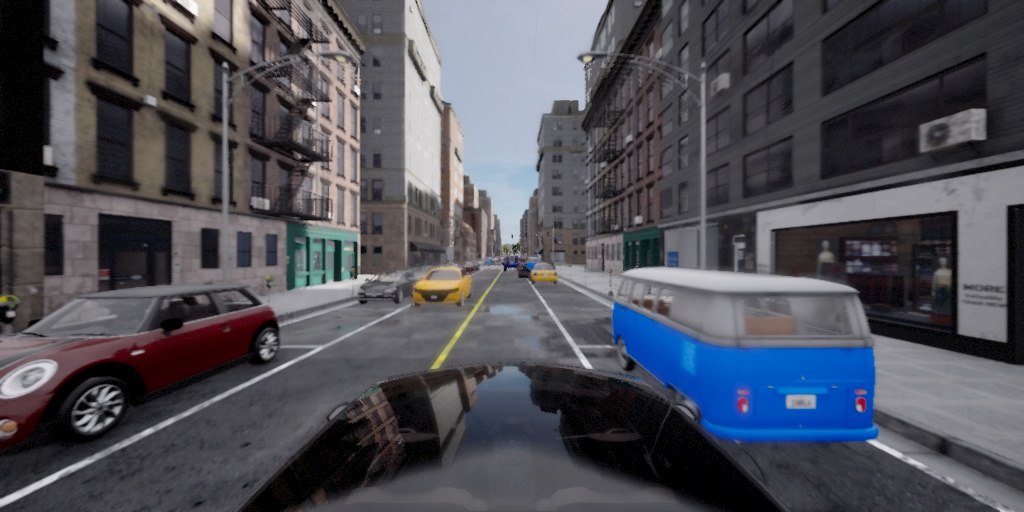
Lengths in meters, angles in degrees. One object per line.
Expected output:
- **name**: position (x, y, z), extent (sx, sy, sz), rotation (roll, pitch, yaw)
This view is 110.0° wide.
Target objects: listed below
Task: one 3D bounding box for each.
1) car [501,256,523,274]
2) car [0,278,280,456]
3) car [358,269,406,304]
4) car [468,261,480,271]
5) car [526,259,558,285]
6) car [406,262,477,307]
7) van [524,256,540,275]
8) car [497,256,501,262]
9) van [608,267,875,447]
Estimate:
- **car**: position (0.034, 0.955, 48.386), extent (2.150, 2.045, 5.566), rotation (0, 0, 1)
- **car**: position (-5.388, 1.189, 5.121), extent (1.967, 1.591, 4.097), rotation (0, 0, 0)
- **car**: position (-5.385, 1.295, 16.143), extent (2.007, 1.370, 4.403), rotation (0, 0, 0)
- **car**: position (-5.380, 1.279, 43.698), extent (1.888, 1.381, 4.507), rotation (0, 0, 0)
- **car**: position (2.229, 1.197, 26.213), extent (1.801, 1.575, 5.366), rotation (0, 0, 0)
- **car**: position (-2.848, 1.222, 15.613), extent (1.882, 1.535, 5.008), rotation (0, 0, 0)
- **van**: position (2.645, 1.074, 43.696), extent (1.690, 1.789, 3.998), rotation (0, 0, 0)
- **car**: position (0.246, 1.239, 63.042), extent (4.674, 1.442, 1.812), rotation (0, 0, 35)
- **van**: position (2.638, 1.089, 5.119), extent (1.690, 1.789, 3.998), rotation (0, 0, 0)
